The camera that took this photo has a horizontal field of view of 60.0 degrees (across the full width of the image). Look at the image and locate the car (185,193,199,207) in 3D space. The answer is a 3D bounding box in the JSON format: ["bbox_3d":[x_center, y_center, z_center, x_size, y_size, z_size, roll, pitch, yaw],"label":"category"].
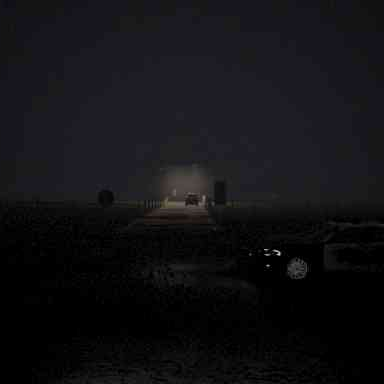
[{"bbox_3d":[-0.011,1.371,53.343,2.097,1.767,4.553,0,0,0],"label":"car"}]

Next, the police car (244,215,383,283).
[{"bbox_3d":[4.122,1.494,9.244,5.238,1.638,1.930,1,0,-1],"label":"police car"}]

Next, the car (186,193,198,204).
[{"bbox_3d":[-0.013,1.245,63.409,2.150,2.045,5.566,0,0,0],"label":"car"}]
